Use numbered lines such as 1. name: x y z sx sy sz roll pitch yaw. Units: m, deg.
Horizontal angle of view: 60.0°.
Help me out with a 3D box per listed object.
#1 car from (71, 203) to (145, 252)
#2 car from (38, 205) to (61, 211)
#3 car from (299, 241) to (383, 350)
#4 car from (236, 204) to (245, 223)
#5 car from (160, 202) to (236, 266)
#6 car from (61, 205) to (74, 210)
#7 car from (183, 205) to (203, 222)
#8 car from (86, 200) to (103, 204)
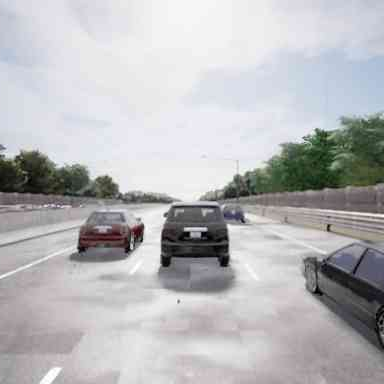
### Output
1. car: -3.402 1.539 14.833 2.097 1.767 4.553 0 -1 0
2. car: -21.026 2.602 49.784 2.033 1.411 5.357 0 -2 0
3. car: 3.600 1.603 5.908 2.033 1.411 5.357 0 -1 0
4. car: 3.599 1.920 31.159 2.097 1.767 4.553 0 -1 0
5. car: 0.100 1.364 12.215 2.150 2.045 5.566 0 -1 0
6. car: -17.521 2.669 50.245 1.895 1.301 4.718 0 -2 0
7. car: 0.100 2.124 34.194 1.882 1.535 5.008 0 -1 0
8. car: -14.047 2.215 47.473 2.150 2.045 5.566 0 -2 1
